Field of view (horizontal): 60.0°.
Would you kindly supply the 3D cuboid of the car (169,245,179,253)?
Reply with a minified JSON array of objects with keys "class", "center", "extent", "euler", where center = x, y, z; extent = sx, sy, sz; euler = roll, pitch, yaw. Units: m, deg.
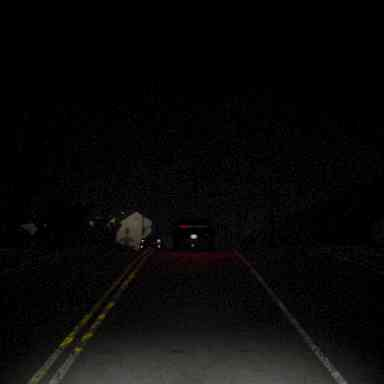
[{"class":"car","center":[-3.527,11.467,66.646],"extent":[1.812,1.442,4.674],"euler":[0,-11,0]}]

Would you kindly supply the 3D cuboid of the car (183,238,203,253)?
[{"class":"car","center":[0.084,5.580,34.704],"extent":[1.994,1.385,4.181],"euler":[0,-11,0]}]

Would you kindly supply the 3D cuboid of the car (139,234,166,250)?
[{"class":"car","center":[-3.732,4.963,32.662],"extent":[2.097,1.767,4.553],"euler":[-1,-11,3]}]

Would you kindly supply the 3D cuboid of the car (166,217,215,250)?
[{"class":"car","center":[0.081,2.074,16.551],"extent":[2.128,1.511,4.902],"euler":[-1,-9,0]}]

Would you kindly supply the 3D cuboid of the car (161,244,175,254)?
[{"class":"car","center":[-3.586,8.714,50.847],"extent":[1.812,1.442,4.674],"euler":[0,-11,0]}]
